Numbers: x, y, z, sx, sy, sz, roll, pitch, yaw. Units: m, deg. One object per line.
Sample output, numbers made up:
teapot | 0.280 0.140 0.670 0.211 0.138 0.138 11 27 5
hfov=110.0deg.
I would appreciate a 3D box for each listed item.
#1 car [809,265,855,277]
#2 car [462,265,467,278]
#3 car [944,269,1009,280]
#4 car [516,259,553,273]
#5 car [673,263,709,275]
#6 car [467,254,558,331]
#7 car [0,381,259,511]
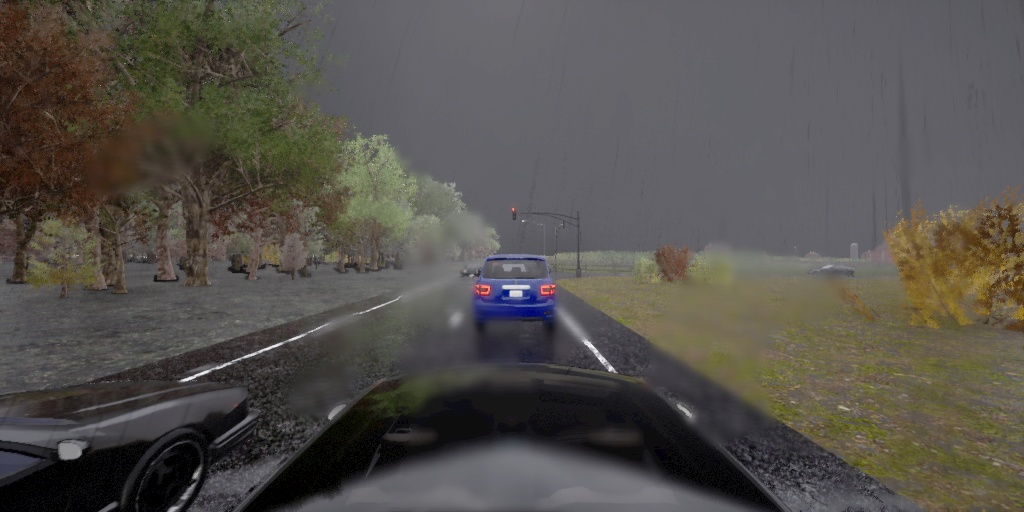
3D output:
car | 38.309 1.751 42.979 4.674 1.442 1.812 1 -1 0
car | -3.442 1.357 33.233 1.895 1.301 4.718 0 0 0
car | 50.971 1.851 39.316 5.357 1.411 2.033 1 -1 1
car | 2.959 1.292 47.987 2.128 1.511 4.902 0 2 -43
car | 21.574 1.532 43.038 4.902 1.511 2.128 0 -1 0
car | 0.088 0.974 11.080 2.150 2.045 5.566 0 0 0
car | -3.392 1.297 0.993 2.033 1.411 5.357 0 0 0
